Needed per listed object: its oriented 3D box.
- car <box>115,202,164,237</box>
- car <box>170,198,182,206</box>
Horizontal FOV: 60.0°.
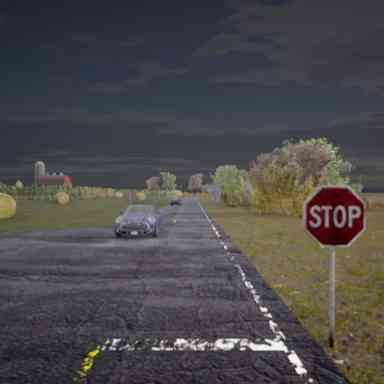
[{"bbox_3d":[-2.733,1.366,18.017,2.097,1.767,4.553,0,0,0],"label":"car"},{"bbox_3d":[-2.710,1.648,56.136,2.033,1.411,5.357,0,0,0],"label":"car"}]
